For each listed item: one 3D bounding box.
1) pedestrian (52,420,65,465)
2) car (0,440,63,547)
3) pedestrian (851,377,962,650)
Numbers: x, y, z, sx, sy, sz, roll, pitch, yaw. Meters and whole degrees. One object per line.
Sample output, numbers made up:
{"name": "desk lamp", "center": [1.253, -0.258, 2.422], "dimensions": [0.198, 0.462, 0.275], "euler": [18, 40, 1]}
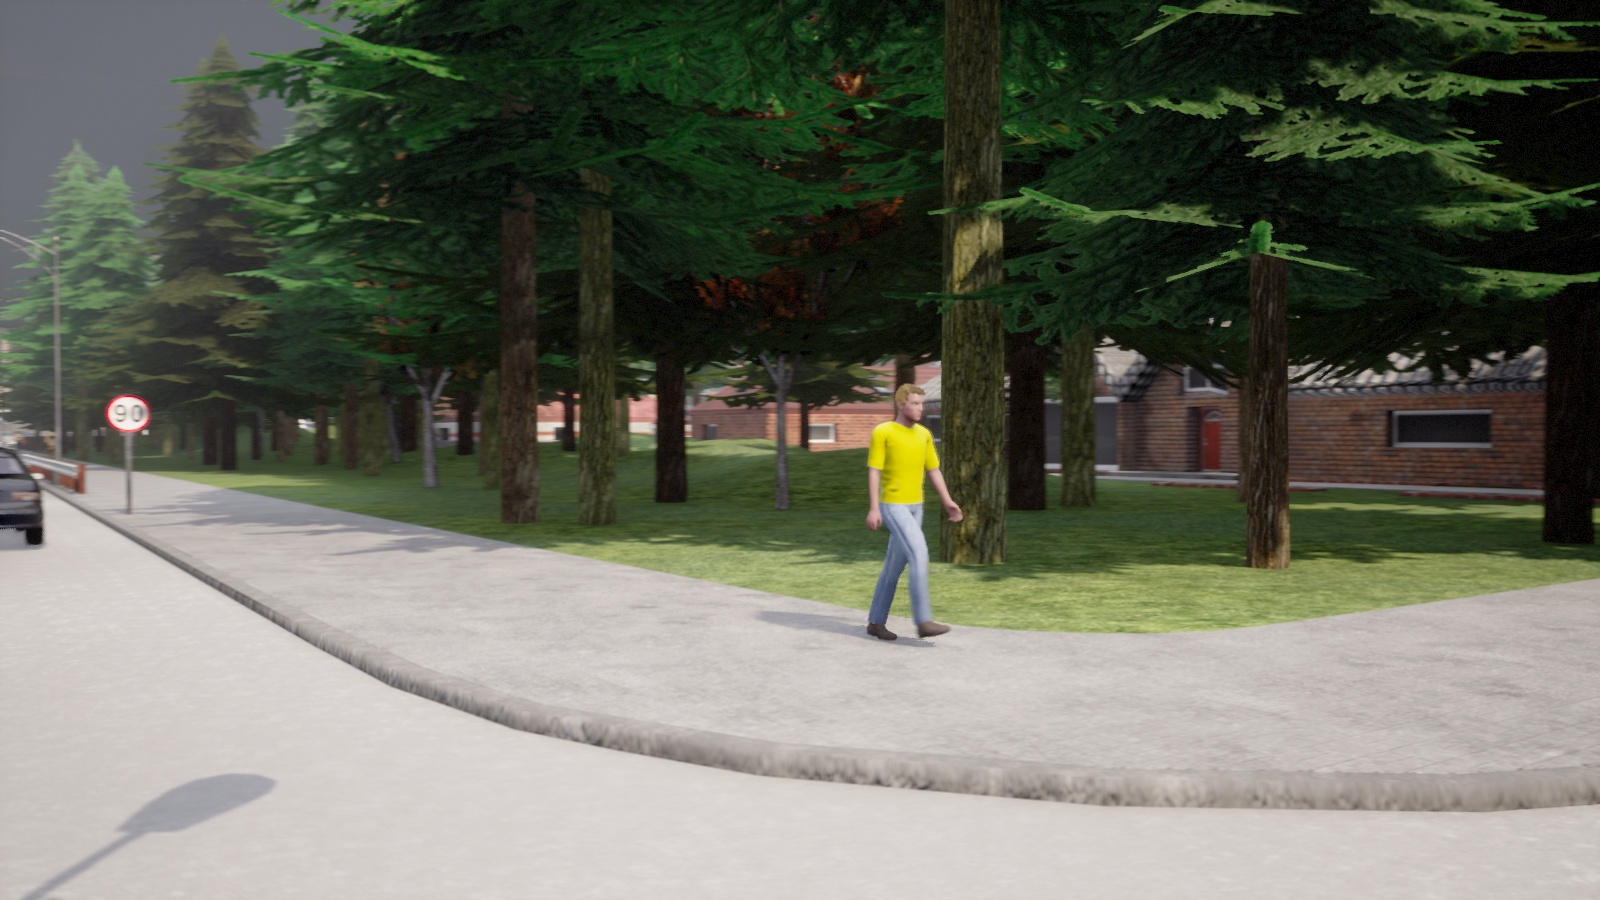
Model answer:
{"name": "pedestrian", "center": [-31.607, -0.321, 53.517], "dimensions": [0.396, 1.930, 0.692], "euler": [0, 1, -24]}
{"name": "car", "center": [-12.476, 0.565, 18.922], "dimensions": [2.033, 1.411, 5.357], "euler": [0, 1, -34]}
{"name": "pedestrian", "center": [0.741, 0.422, 8.825], "dimensions": [0.354, 1.836, 0.706], "euler": [0, 1, -43]}
